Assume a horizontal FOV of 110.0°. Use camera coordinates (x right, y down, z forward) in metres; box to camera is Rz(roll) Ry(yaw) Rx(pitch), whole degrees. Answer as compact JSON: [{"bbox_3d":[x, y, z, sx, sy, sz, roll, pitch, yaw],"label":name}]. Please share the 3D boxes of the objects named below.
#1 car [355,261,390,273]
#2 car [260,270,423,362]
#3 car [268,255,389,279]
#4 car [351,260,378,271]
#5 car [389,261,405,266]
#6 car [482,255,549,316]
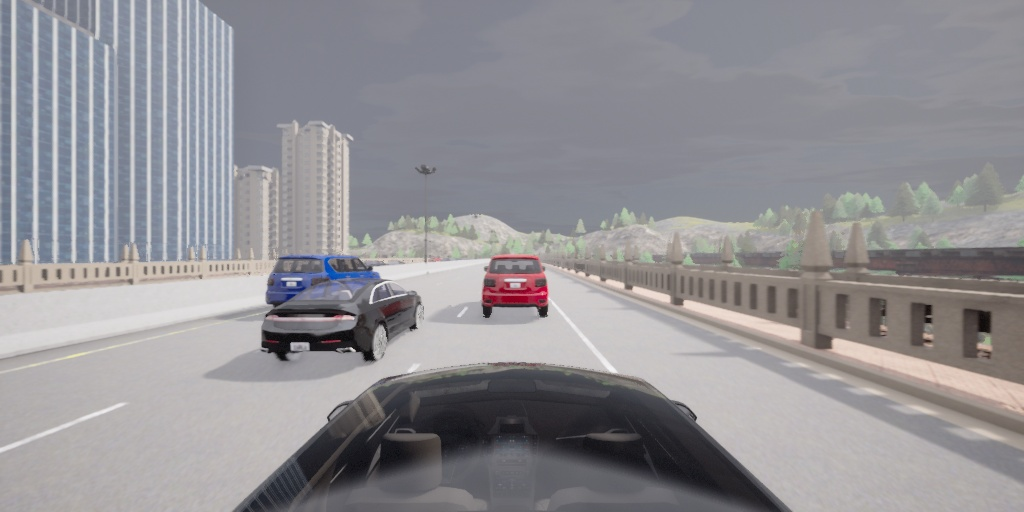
[{"bbox_3d":[-17.059,1.300,44.198,2.033,1.411,5.357,0,0,2],"label":"car"},{"bbox_3d":[-3.401,1.242,8.177,2.128,1.511,4.902,0,0,0],"label":"car"},{"bbox_3d":[-6.900,0.972,13.897,2.150,2.045,5.566,0,0,0],"label":"car"},{"bbox_3d":[-20.381,1.316,49.793,1.994,1.385,4.181,0,0,2],"label":"car"},{"bbox_3d":[-13.640,1.277,41.460,1.812,1.442,4.674,0,0,2],"label":"car"},{"bbox_3d":[0.100,0.972,13.404,2.150,2.045,5.566,0,0,0],"label":"car"}]
